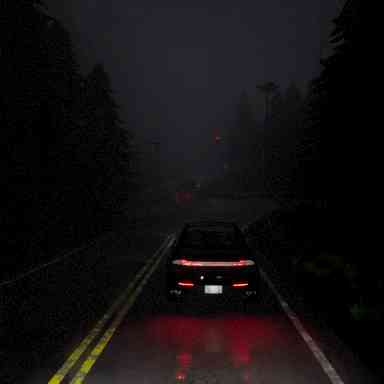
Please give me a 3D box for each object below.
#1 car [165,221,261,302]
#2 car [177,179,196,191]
[{"bbox_3d":[0.449,1.466,8.186,2.128,1.511,4.902,0,0,2],"label":"car"},{"bbox_3d":[-0.695,-1.069,45.238,1.812,1.442,4.674,1,9,14],"label":"car"}]
